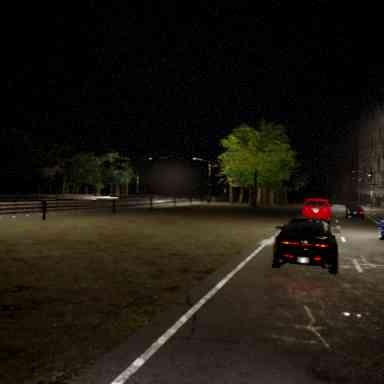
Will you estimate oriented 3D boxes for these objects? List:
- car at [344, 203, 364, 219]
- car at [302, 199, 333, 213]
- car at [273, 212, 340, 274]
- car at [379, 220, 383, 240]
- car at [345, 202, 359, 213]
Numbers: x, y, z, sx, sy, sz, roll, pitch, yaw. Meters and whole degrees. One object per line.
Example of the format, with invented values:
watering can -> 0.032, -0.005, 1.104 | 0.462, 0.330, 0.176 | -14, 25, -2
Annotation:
car -> 18.057, 2.214, 36.920 | 2.033, 1.411, 5.357 | 2, 0, 25
car -> 10.691, 1.627, 28.436 | 2.150, 2.045, 5.566 | 2, 0, 23
car -> 3.926, 1.651, 11.422 | 1.837, 1.490, 4.892 | 2, 0, 21
car -> 10.500, 1.848, 16.221 | 1.882, 1.535, 5.008 | 2, 0, 21
car -> 24.981, 2.439, 52.033 | 1.837, 1.490, 4.892 | 2, 0, 26
